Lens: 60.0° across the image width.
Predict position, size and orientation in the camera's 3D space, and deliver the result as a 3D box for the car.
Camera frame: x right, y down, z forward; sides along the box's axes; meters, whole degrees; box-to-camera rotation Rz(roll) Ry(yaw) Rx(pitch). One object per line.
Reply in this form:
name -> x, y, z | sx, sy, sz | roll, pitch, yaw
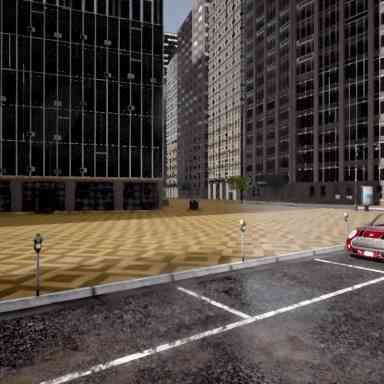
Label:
car -> 7.237, 1.438, 11.716 | 4.097, 1.590, 1.967 | 0, 0, -35
